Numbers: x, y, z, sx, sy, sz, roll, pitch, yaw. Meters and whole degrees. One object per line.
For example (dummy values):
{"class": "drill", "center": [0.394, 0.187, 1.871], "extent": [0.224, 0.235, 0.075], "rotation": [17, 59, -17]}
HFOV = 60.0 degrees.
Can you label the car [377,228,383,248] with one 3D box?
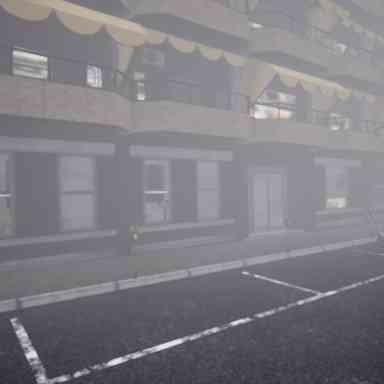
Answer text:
{"class": "car", "center": [8.857, 1.478, 12.871], "extent": [4.206, 1.307, 1.802], "rotation": [-1, 0, -35]}
